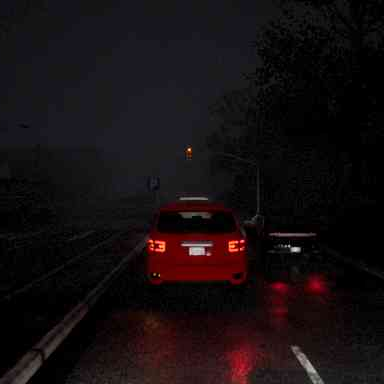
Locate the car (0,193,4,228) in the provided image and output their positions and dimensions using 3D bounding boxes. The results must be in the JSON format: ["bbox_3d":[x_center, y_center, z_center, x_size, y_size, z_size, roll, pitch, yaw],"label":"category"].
[{"bbox_3d":[-13.823,1.264,18.150,5.566,2.045,2.435,-1,0,-20],"label":"car"}]

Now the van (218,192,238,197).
[{"bbox_3d":[7.165,1.043,67.637,4.442,1.987,1.878,1,0,-14],"label":"van"}]

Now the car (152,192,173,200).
[{"bbox_3d":[-8.163,1.065,91.957,5.566,2.045,2.435,-1,0,-12],"label":"car"}]

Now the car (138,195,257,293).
[{"bbox_3d":[0.088,1.230,9.044,2.150,2.045,5.566,0,0,0],"label":"car"}]

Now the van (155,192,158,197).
[{"bbox_3d":[-10.370,1.094,73.996,4.442,1.987,1.878,-1,0,-14],"label":"van"}]

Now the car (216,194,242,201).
[{"bbox_3d":[8.075,1.264,73.602,5.366,1.575,1.946,1,0,-13],"label":"car"}]

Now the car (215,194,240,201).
[{"bbox_3d":[8.051,1.258,76.454,5.366,1.575,1.946,1,0,-13],"label":"car"}]

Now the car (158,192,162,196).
[{"bbox_3d":[-10.147,1.322,76.968,4.892,1.521,2.231,-1,0,-14],"label":"car"}]

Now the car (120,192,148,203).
[{"bbox_3d":[-11.558,1.359,65.010,4.792,1.488,2.163,-1,0,-15],"label":"car"}]

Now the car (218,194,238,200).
[{"bbox_3d":[8.947,1.298,82.380,4.674,1.452,2.002,1,0,-12],"label":"car"}]

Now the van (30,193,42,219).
[{"bbox_3d":[-13.644,1.298,24.222,4.442,1.987,1.878,-1,0,-20],"label":"van"}]

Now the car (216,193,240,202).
[{"bbox_3d":[7.544,1.142,70.608,4.553,1.767,2.185,1,0,-14],"label":"car"}]

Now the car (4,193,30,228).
[{"bbox_3d":[-13.755,1.268,21.186,5.566,2.045,2.435,-1,0,-20],"label":"car"}]

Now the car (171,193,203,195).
[{"bbox_3d":[0.120,1.247,19.402,2.150,2.045,5.566,0,0,0],"label":"car"}]

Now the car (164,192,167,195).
[{"bbox_3d":[-9.413,1.360,82.966,4.674,1.452,2.002,-1,0,-13],"label":"car"}]

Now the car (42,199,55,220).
[{"bbox_3d":[-13.674,1.405,27.200,4.553,1.767,2.185,-1,0,-19],"label":"car"}]

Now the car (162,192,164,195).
[{"bbox_3d":[-9.779,1.360,79.964,4.674,1.452,2.002,-1,0,-13],"label":"car"}]

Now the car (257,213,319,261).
[{"bbox_3d":[3.094,1.505,12.361,2.128,1.511,4.902,0,0,0],"label":"car"}]

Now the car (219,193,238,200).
[{"bbox_3d":[9.309,1.129,85.311,4.553,1.767,2.185,1,0,-12],"label":"car"}]

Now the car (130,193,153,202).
[{"bbox_3d":[-10.830,1.197,70.956,4.553,1.767,2.185,-1,0,-14],"label":"car"}]

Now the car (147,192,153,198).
[{"bbox_3d":[-10.918,1.316,68.003,5.366,1.575,1.946,-1,0,-15],"label":"car"}]

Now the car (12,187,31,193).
[{"bbox_3d":[-28.262,0.138,55.849,2.002,1.452,4.674,6,-3,-19],"label":"car"}]

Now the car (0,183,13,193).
[{"bbox_3d":[-31.257,-0.425,55.904,2.435,2.045,5.566,6,-3,-19],"label":"car"}]
